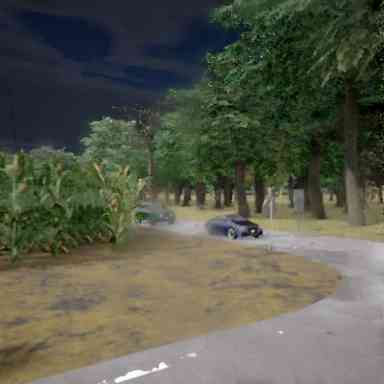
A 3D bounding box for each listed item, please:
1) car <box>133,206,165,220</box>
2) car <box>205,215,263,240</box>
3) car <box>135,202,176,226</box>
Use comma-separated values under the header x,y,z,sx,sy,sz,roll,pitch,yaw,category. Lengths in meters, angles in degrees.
x,y,z,sx,sy,sz,roll,pitch,yaw,category
-5.329,2.491,40.710,2.033,1.411,5.357,0,-1,-30,car
2.564,2.155,21.153,1.994,1.385,4.181,0,-1,-30,car
-3.584,2.043,31.793,2.150,2.045,5.566,0,-1,-30,car
